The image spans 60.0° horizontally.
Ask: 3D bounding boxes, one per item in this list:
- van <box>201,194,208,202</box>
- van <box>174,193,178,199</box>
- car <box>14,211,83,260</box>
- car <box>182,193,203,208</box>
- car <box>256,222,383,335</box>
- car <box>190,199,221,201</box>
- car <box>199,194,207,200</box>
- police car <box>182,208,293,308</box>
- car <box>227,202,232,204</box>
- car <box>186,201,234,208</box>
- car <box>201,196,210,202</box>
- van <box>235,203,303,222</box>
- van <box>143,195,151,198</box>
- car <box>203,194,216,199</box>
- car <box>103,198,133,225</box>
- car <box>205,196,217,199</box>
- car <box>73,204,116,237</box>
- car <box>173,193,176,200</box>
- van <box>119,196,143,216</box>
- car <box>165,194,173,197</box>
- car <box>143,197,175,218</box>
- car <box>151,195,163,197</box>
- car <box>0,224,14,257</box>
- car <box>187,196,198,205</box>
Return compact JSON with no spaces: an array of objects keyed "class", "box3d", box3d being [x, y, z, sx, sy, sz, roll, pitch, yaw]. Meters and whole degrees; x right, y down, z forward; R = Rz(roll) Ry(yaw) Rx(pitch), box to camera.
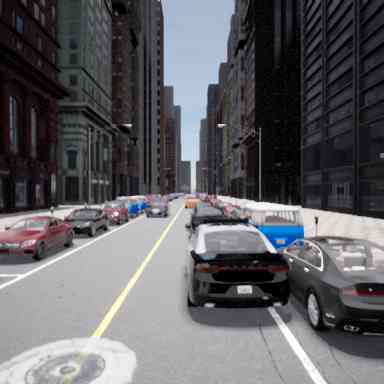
[{"class":"van","box3d":[2.944,1.341,79.915,1.690,1.788,3.998,0,0,0]},{"class":"van","box3d":[-5.555,1.350,91.196,1.690,1.788,3.998,0,0,0]},{"class":"car","box3d":[-5.736,1.572,12.284,1.802,1.307,4.206,0,0,0]},{"class":"car","box3d":[0.126,1.336,46.040,2.097,1.767,4.553,0,0,1]},{"class":"car","box3d":[2.776,1.545,6.644,2.008,1.369,4.403,0,0,0]},{"class":"car","box3d":[0.955,1.491,24.034,1.837,1.490,4.892,0,0,0]},{"class":"car","box3d":[2.970,1.449,91.188,1.967,1.590,4.097,0,0,0]},{"class":"police car","box3d":[0.794,1.419,8.118,1.930,1.638,5.238,0,0,-2]},{"class":"car","box3d":[2.815,1.568,23.553,1.802,1.307,4.206,0,0,0]},{"class":"car","box3d":[0.828,1.466,18.011,1.882,1.535,5.008,0,0,-2]},{"class":"car","box3d":[2.932,1.521,74.449,1.752,1.417,4.829,0,0,0]},{"class":"van","box3d":[2.789,1.332,12.280,1.690,1.788,3.998,0,0,0]},{"class":"van","box3d":[-5.685,1.325,34.830,1.690,1.788,3.998,0,0,0]},{"class":"car","box3d":[2.879,1.300,51.734,2.192,1.841,5.009,0,0,0]},{"class":"car","box3d":[-5.711,1.426,23.557,1.967,1.590,4.097,0,0,0]},{"class":"car","box3d":[2.854,1.528,40.462,1.887,1.381,4.507,0,0,0]},{"class":"car","box3d":[-5.723,1.553,17.920,1.947,1.339,4.313,0,0,0]},{"class":"car","box3d":[-5.581,1.566,79.922,1.947,1.339,4.313,0,0,0]},{"class":"van","box3d":[-5.698,1.325,29.193,1.690,1.788,3.998,0,0,0]},{"class":"car","box3d":[-5.607,1.536,68.649,1.887,1.381,4.507,0,0,0]},{"class":"car","box3d":[-3.031,1.475,30.248,2.128,1.511,4.902,0,0,0]},{"class":"car","box3d":[-5.659,1.298,46.102,2.192,1.841,5.009,0,0,0]},{"class":"car","box3d":[-5.749,1.560,6.647,1.947,1.339,4.313,0,0,0]},{"class":"car","box3d":[0.136,1.492,59.108,1.837,1.490,4.892,0,0,0]}]
